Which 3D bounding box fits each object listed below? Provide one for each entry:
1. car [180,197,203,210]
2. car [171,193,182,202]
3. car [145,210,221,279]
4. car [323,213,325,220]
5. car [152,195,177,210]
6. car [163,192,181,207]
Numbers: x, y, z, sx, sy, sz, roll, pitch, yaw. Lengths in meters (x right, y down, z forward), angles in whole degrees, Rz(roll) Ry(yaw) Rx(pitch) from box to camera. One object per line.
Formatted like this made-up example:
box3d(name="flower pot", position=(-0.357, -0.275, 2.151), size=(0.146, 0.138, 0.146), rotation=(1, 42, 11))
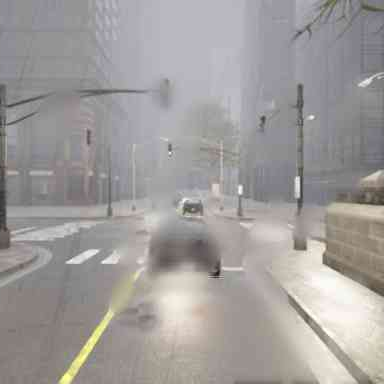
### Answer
box3d(name="car", position=(0.096, 1.409, 32.867), size=(1.882, 1.535, 5.008), rotation=(0, 0, 0))
box3d(name="car", position=(-2.989, 1.030, 65.222), size=(2.097, 1.767, 4.553), rotation=(0, 1, 0))
box3d(name="car", position=(-0.343, 1.500, 10.100), size=(1.837, 1.490, 4.892), rotation=(0, 0, -6))
box3d(name="car", position=(11.934, 1.620, 24.421), size=(4.403, 1.369, 2.008), rotation=(0, 0, 0))
box3d(name="car", position=(-3.084, 1.409, 35.055), size=(2.128, 1.511, 4.902), rotation=(0, 0, 0))
box3d(name="car", position=(-3.061, 1.072, 44.940), size=(2.150, 2.045, 5.566), rotation=(0, 0, 1))
